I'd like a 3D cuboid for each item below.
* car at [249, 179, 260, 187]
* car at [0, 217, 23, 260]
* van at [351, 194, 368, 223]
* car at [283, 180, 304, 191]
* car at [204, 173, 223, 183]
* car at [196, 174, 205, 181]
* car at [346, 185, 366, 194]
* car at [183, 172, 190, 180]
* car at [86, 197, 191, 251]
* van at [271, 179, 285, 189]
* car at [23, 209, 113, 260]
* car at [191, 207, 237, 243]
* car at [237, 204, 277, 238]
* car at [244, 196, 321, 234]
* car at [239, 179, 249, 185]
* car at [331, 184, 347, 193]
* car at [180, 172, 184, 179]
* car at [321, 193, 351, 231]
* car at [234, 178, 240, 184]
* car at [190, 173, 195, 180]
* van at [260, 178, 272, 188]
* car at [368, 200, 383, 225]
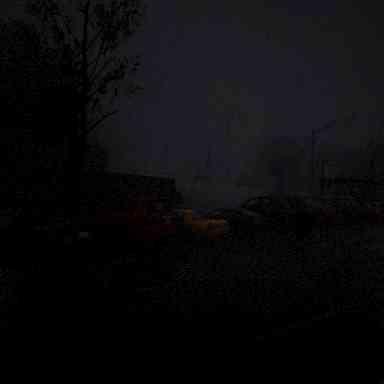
[{"bbox_3d":[14.641,-1.813,70.559,1.946,1.575,5.366,7,3,35],"label":"car"},{"bbox_3d":[-7.996,1.493,10.826,4.892,1.521,2.231,-1,-1,35],"label":"car"},{"bbox_3d":[9.281,1.296,22.896,4.442,1.987,1.878,-1,-1,35],"label":"van"},{"bbox_3d":[19.700,-0.994,62.991,2.231,1.521,4.892,7,3,35],"label":"car"},{"bbox_3d":[5.968,-3.177,82.856,1.946,1.575,5.366,7,3,34],"label":"car"},{"bbox_3d":[4.118,-3.700,85.117,2.435,2.045,5.566,7,3,34],"label":"car"},{"bbox_3d":[26.596,0.135,53.130,2.002,1.452,4.674,7,3,35],"label":"car"},{"bbox_3d":[0.597,-4.086,90.055,2.185,1.767,4.553,4,1,33],"label":"car"},{"bbox_3d":[-3.129,1.247,14.315,5.566,2.045,2.435,-1,-1,35],"label":"car"},{"bbox_3d":[17.941,-1.492,65.355,1.878,1.987,4.442,7,4,35],"label":"van"},{"bbox_3d":[-5.575,1.523,12.571,4.792,1.488,2.163,-1,-1,35],"label":"car"},{"bbox_3d":[-0.809,1.502,16.141,5.366,1.575,1.946,-1,-1,35],"label":"car"},{"bbox_3d":[1.799,1.548,17.767,4.674,1.452,2.002,-1,-1,35],"label":"car"},{"bbox_3d":[4.227,1.262,19.524,5.566,2.045,2.435,-1,-1,35],"label":"car"},{"bbox_3d":[12.811,-2.045,72.880,2.002,1.452,4.674,7,4,35],"label":"car"},{"bbox_3d":[24.906,-0.427,55.603,2.435,2.045,5.566,7,3,35],"label":"car"},{"bbox_3d":[-1.174,-4.363,92.403,2.435,2.045,5.566,1,-1,34],"label":"car"},{"bbox_3d":[6.741,1.266,21.227,5.566,2.045,2.435,-1,-1,35],"label":"car"},{"bbox_3d":[11.069,-2.318,75.343,2.002,1.452,4.674,7,3,35],"label":"car"},{"bbox_3d":[2.325,-3.851,87.584,2.185,1.767,4.553,6,3,34],"label":"car"},{"bbox_3d":[16.214,-1.765,67.827,1.878,1.987,4.442,7,4,35],"label":"van"},{"bbox_3d":[11.691,1.402,24.645,4.553,1.767,2.185,-1,-1,35],"label":"car"}]
